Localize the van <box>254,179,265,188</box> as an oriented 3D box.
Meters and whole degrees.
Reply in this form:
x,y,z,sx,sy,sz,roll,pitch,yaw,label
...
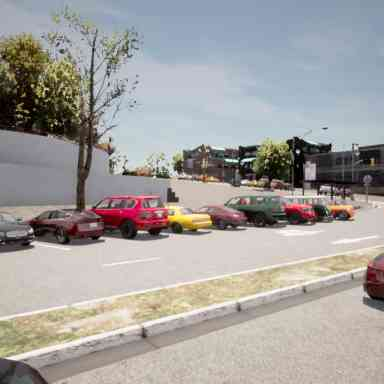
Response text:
x,y,z,sx,sy,sz,roll,pitch,yaw,label
15.583,-1.765,71.059,1.878,1.987,4.442,7,4,35,van

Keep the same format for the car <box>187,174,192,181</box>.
x,y,z,sx,sy,sz,roll,pitch,yaw,label
1.695,-3.851,90.817,2.185,1.767,4.553,6,3,34,car

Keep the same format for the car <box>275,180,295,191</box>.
x,y,z,sx,sy,sz,roll,pitch,yaw,label
19.069,-0.993,66.224,2.231,1.521,4.892,7,3,35,car

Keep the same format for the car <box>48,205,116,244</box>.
x,y,z,sx,sy,sz,roll,pitch,yaw,label
-6.208,1.524,15.804,4.792,1.488,2.163,-1,-1,35,car

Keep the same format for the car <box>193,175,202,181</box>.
x,y,z,sx,sy,sz,roll,pitch,yaw,label
3.488,-3.700,88.350,2.435,2.045,5.566,7,3,34,car

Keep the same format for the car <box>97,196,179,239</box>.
x,y,z,sx,sy,sz,roll,pitch,yaw,label
-3.762,1.248,17.548,5.566,2.045,2.435,-1,-1,35,car

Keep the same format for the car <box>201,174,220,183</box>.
x,y,z,sx,sy,sz,roll,pitch,yaw,label
5.338,-3.177,86.089,1.946,1.575,5.366,7,3,34,car

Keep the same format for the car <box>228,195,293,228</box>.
x,y,z,sx,sy,sz,roll,pitch,yaw,label
3.595,1.262,22.757,5.566,2.045,2.435,-1,-1,35,car

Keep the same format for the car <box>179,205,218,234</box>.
x,y,z,sx,sy,sz,roll,pitch,yaw,label
-1.441,1.503,19.374,5.366,1.575,1.946,-1,-1,35,car

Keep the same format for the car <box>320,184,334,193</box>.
x,y,z,sx,sy,sz,roll,pitch,yaw,label
24.275,-0.427,58.835,2.435,2.045,5.566,7,3,35,car

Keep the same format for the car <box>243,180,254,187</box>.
x,y,z,sx,sy,sz,roll,pitch,yaw,label
14.010,-1.813,73.792,1.946,1.575,5.366,7,3,35,car

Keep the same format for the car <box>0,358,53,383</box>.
x,y,z,sx,sy,sz,roll,pitch,yaw,label
-2.904,1.504,1.062,4.892,1.490,1.837,0,0,-35,car

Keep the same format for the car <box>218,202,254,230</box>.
x,y,z,sx,sy,sz,roll,pitch,yaw,label
1.166,1.548,21.000,4.674,1.452,2.002,-1,-1,35,car

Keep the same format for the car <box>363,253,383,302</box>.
x,y,z,sx,sy,sz,roll,pitch,yaw,label
5.540,1.574,7.084,4.181,1.385,1.994,0,0,-34,car

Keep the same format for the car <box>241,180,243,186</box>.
x,y,z,sx,sy,sz,roll,pitch,yaw,label
12.180,-2.044,76.113,2.002,1.452,4.674,7,4,35,car

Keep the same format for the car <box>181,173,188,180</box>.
x,y,z,sx,sy,sz,roll,pitch,yaw,label
-0.033,-4.086,93.288,2.185,1.767,4.553,4,1,33,car

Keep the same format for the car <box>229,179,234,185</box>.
x,y,z,sx,sy,sz,roll,pitch,yaw,label
10.439,-2.318,78.576,2.002,1.452,4.674,7,3,35,car

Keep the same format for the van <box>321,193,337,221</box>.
x,y,z,sx,sy,sz,roll,pitch,yaw,label
8.649,1.296,26.128,4.442,1.987,1.878,-1,-1,35,van

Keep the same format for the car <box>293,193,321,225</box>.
x,y,z,sx,sy,sz,roll,pitch,yaw,label
6.109,1.267,24.460,5.566,2.045,2.435,-1,-1,35,car

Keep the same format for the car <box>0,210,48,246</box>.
x,y,z,sx,sy,sz,roll,pitch,yaw,label
-8.629,1.493,14.059,4.892,1.521,2.231,-1,-1,35,car

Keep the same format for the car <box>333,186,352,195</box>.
x,y,z,sx,sy,sz,roll,pitch,yaw,label
25.965,0.135,56.362,2.002,1.452,4.674,7,3,35,car

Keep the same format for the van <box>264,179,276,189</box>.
x,y,z,sx,sy,sz,roll,pitch,yaw,label
17.311,-1.492,68.587,1.878,1.987,4.442,7,4,35,van

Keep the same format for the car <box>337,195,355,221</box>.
x,y,z,sx,sy,sz,roll,pitch,yaw,label
11.059,1.403,27.877,4.553,1.767,2.185,-1,-1,35,car
